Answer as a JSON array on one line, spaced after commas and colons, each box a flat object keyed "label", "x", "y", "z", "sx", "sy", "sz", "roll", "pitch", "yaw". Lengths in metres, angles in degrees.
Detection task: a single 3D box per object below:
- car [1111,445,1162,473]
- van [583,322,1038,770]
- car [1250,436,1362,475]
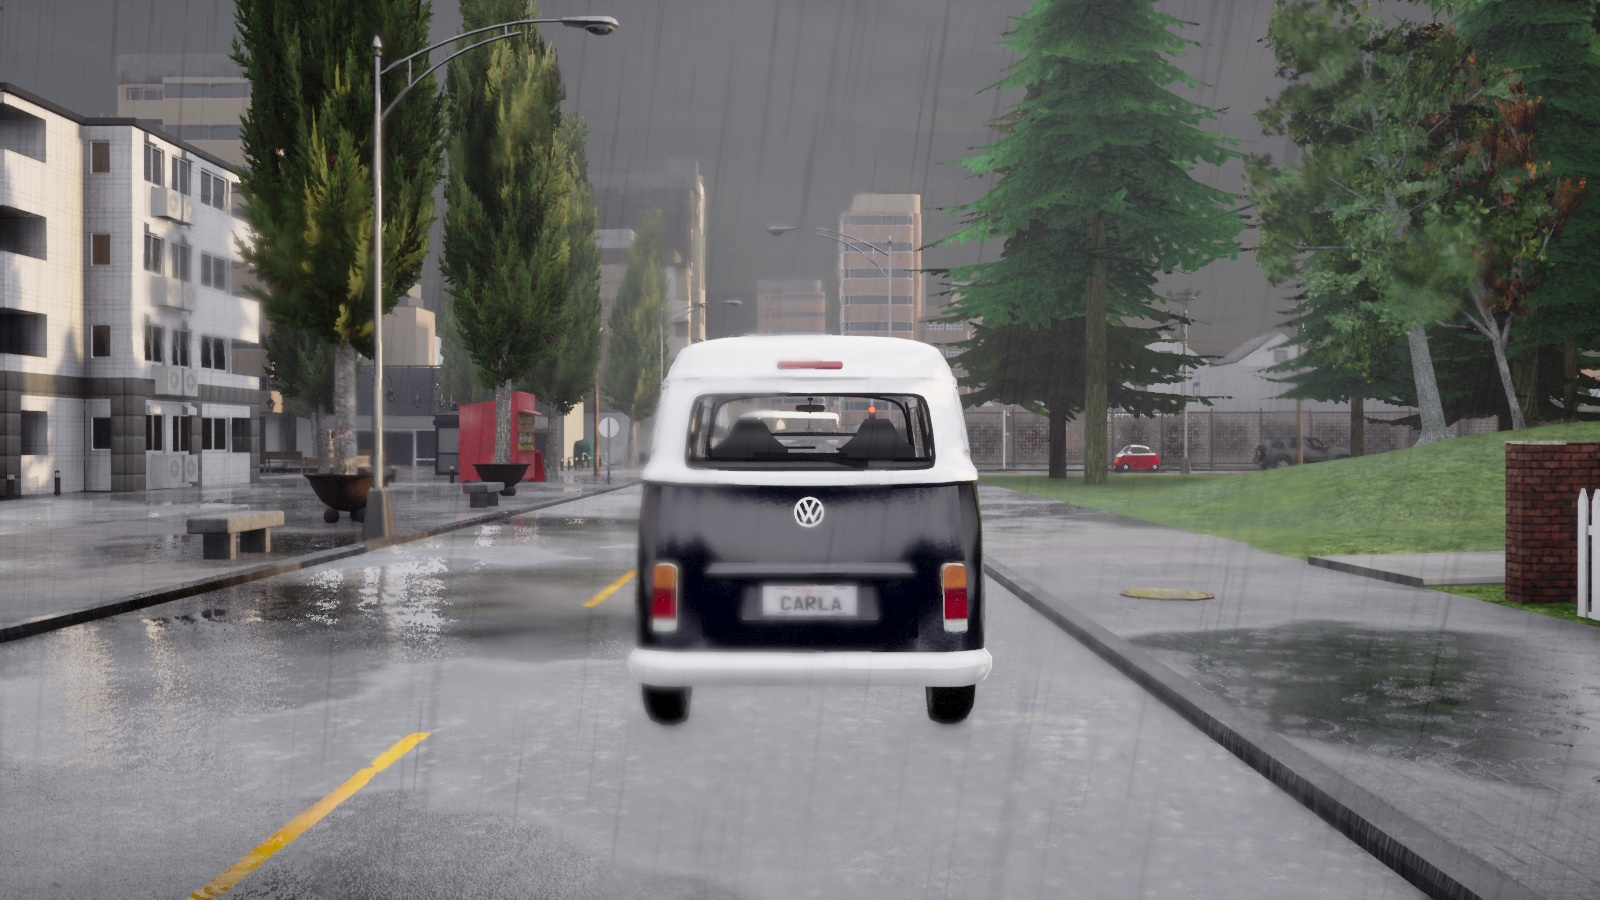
[{"label": "car", "x": 17.163, "y": 0.453, "z": 64.179, "sx": 2.207, "sy": 1.376, "sz": 1.481, "roll": 0, "pitch": 0, "yaw": 0}, {"label": "van", "x": 0.064, "y": 0.425, "z": 7.961, "sx": 2.069, "sy": 2.038, "sz": 4.480, "roll": 0, "pitch": 0, "yaw": 0}, {"label": "car", "x": 24.195, "y": 0.243, "z": 60.140, "sx": 4.605, "sy": 1.855, "sz": 1.932, "roll": 0, "pitch": 0, "yaw": 0}]
